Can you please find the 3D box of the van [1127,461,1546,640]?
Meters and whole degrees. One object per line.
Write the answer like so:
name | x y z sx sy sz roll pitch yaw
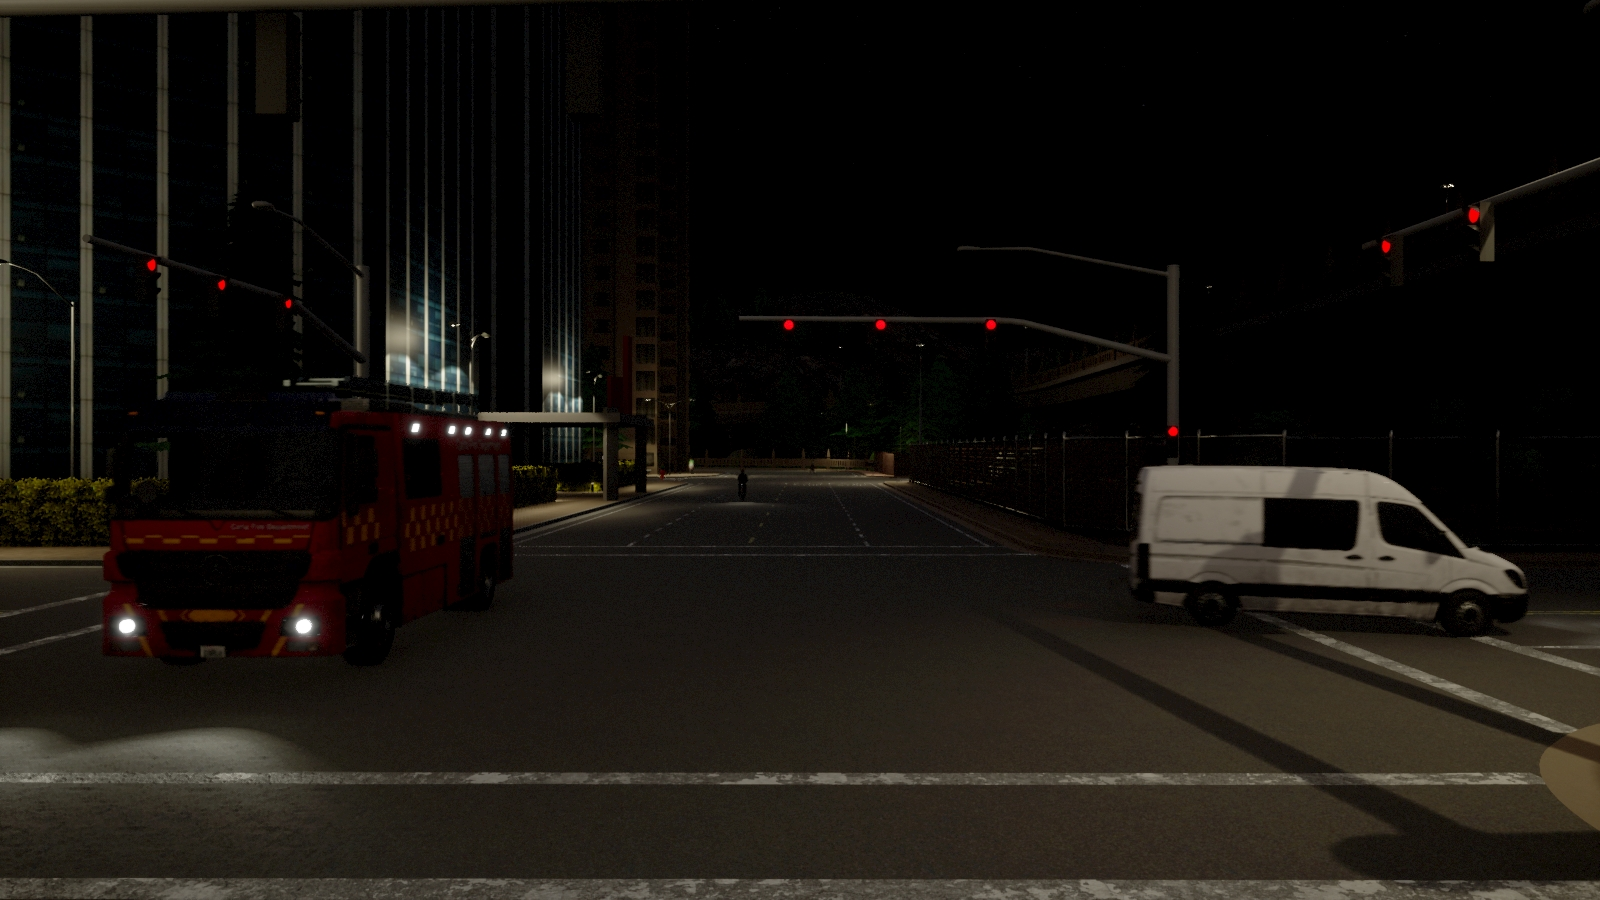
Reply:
van | 8.479 1.515 18.711 5.915 2.561 1.988 1 1 14

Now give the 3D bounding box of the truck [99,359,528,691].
truck | -6.624 0.864 17.421 2.891 3.827 8.468 0 0 0
